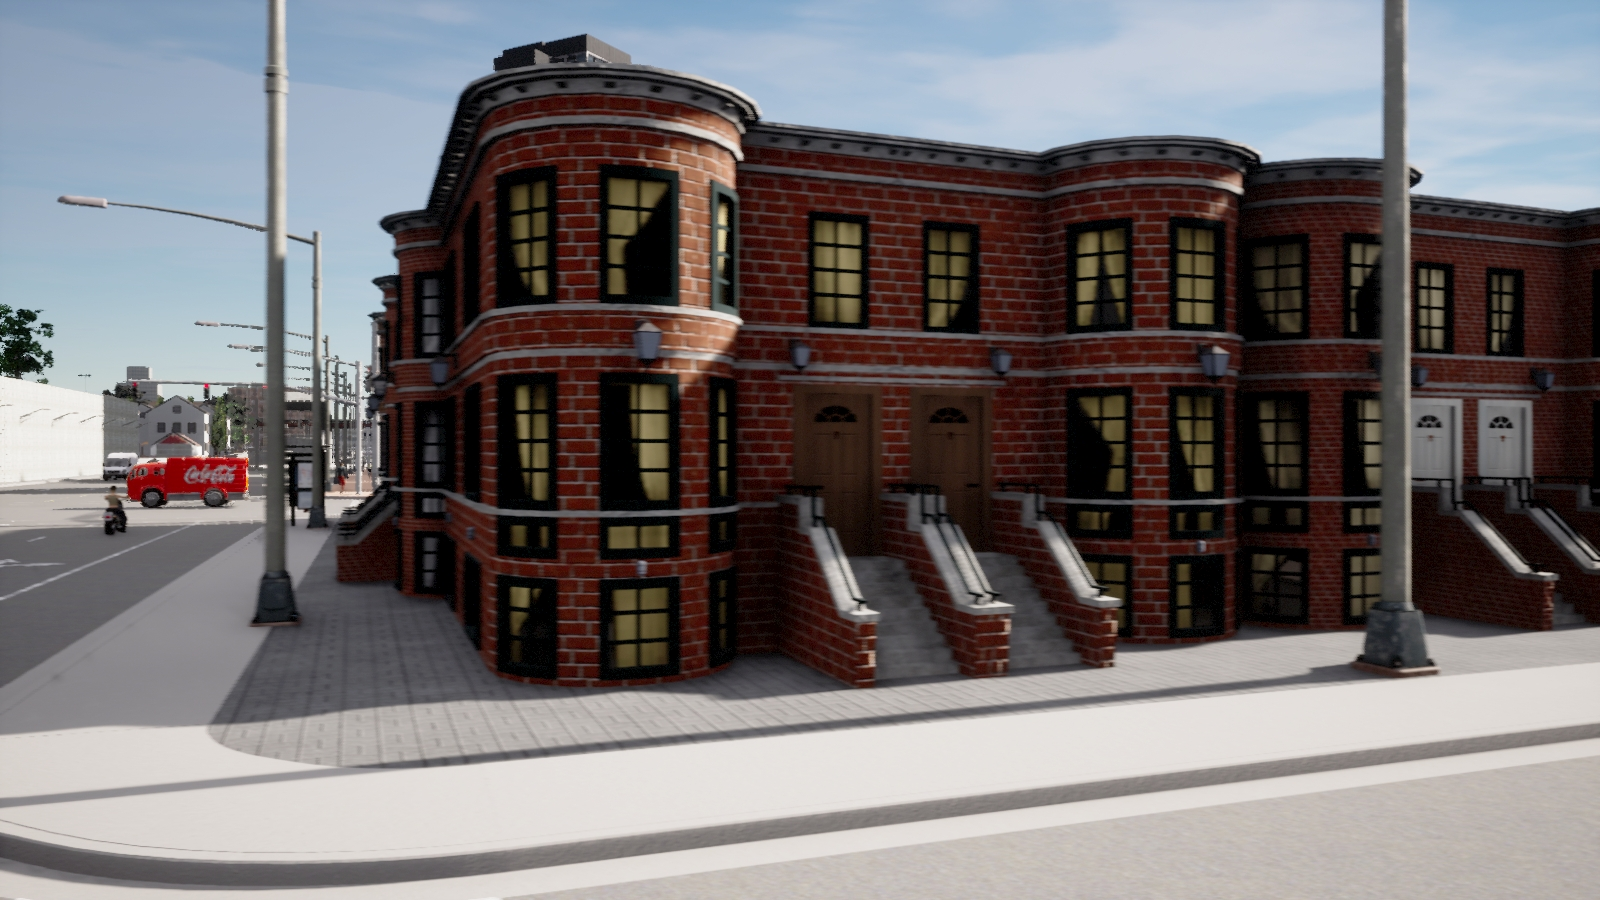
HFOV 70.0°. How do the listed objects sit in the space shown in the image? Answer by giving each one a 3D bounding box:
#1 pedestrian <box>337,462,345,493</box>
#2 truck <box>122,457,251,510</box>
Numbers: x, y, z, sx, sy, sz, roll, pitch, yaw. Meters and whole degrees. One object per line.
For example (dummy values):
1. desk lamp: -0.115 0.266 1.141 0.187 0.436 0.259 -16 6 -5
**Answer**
1. pedestrian: -28.116 1.696 70.001 0.375 1.860 0.375 0 0 -10
2. truck: -29.685 1.567 55.533 5.204 2.467 2.627 0 0 -20
